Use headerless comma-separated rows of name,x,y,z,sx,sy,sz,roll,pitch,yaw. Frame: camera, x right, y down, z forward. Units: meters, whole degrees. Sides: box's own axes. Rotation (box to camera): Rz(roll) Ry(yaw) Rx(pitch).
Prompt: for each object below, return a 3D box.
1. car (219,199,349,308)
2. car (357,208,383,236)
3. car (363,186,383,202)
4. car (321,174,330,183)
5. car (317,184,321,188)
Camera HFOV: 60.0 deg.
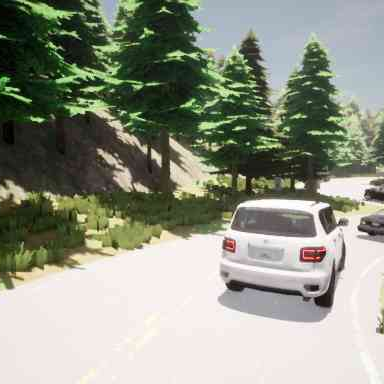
car,2.552,1.200,8.380,2.150,2.045,5.566,3,2,27
car,10.135,1.414,15.830,5.357,1.411,2.033,-1,5,-32
car,17.675,0.265,29.972,2.128,1.511,4.902,-1,6,-10
car,24.062,-2.893,61.628,2.150,2.045,5.566,3,6,32
car,16.587,-1.186,45.961,1.882,1.535,5.008,1,5,14
